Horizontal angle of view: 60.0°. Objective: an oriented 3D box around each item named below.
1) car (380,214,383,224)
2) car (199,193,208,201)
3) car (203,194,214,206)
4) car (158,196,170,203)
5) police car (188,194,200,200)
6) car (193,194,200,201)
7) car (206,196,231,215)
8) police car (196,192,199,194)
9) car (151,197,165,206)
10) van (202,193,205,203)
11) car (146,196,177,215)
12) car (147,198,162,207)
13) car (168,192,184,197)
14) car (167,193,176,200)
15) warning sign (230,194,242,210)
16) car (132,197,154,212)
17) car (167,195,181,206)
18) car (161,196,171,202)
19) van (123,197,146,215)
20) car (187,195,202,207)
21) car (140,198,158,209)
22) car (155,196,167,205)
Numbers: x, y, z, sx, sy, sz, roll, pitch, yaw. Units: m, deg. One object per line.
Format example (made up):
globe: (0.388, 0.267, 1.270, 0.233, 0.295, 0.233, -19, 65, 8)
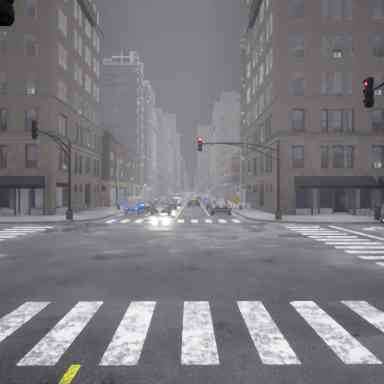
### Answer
car: (14.355, 1.520, 20.697, 4.892, 1.490, 1.837, 0, 0, 0)
car: (2.951, 1.309, 84.372, 2.192, 1.841, 5.009, 0, 0, 0)
car: (2.816, 1.443, 44.688, 1.967, 1.590, 4.097, 0, 0, 0)
car: (-5.632, 1.566, 67.386, 1.947, 1.339, 4.313, 0, 0, 0)
police car: (0.595, 1.414, 95.369, 1.930, 1.638, 5.238, 0, 0, -16)
car: (1.088, 1.448, 89.541, 1.801, 1.575, 5.366, 0, 0, 0)
car: (2.778, 1.442, 33.350, 1.967, 1.590, 4.097, 0, 0, 0)
police car: (1.064, 1.421, 79.446, 1.930, 1.638, 5.238, 0, 0, -1)
car: (-5.671, 1.568, 56.050, 1.947, 1.339, 4.313, 0, 0, 0)
van: (2.855, 1.344, 56.026, 1.690, 1.788, 3.998, 0, 0, 0)
car: (-2.993, 1.493, 33.517, 2.128, 1.511, 4.902, 0, 0, 0)
car: (-5.690, 1.585, 50.381, 1.802, 1.307, 4.206, 0, 0, 0)
car: (-2.904, 1.224, 54.492, 2.150, 2.045, 5.566, 0, 0, 0)
car: (-5.555, 1.306, 90.059, 2.192, 1.841, 5.009, 0, 0, 0)
warning sign: (5.199, 1.118, 39.336, 1.300, 1.860, 1.060, 0, 0, 0)
car: (-5.729, 1.443, 39.045, 1.967, 1.590, 4.097, 0, 0, 0)
car: (-2.953, 1.494, 43.762, 2.128, 1.511, 4.902, 0, 0, 0)
car: (-5.613, 1.543, 73.054, 1.887, 1.381, 4.507, 0, 0, 0)
van: (-5.748, 1.343, 33.376, 1.690, 1.788, 3.998, 0, 0, 0)
car: (0.275, 1.529, 52.830, 1.812, 1.442, 4.674, 0, -1, 0)
car: (-5.709, 1.569, 44.713, 1.947, 1.339, 4.313, 0, 0, 0)
car: (-5.652, 1.527, 61.548, 1.752, 1.417, 4.829, 0, 0, 0)
